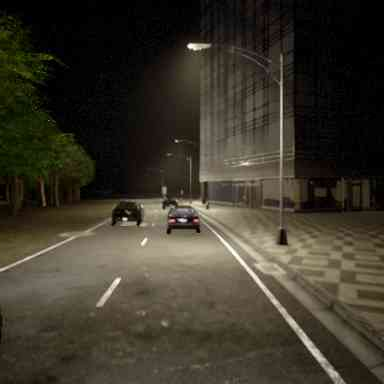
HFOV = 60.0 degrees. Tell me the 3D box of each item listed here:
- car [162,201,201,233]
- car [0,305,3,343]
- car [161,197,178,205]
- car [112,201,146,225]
[{"bbox_3d":[-0.545,1.470,19.193,2.033,1.411,5.357,0,0,-3],"label":"car"},{"bbox_3d":[-3.436,1.481,2.520,2.128,1.511,4.902,0,0,-1],"label":"car"},{"bbox_3d":[-2.803,1.353,41.645,1.837,1.490,4.892,0,1,-8],"label":"car"},{"bbox_3d":[-4.318,1.416,22.923,1.837,1.490,4.892,0,0,-4],"label":"car"}]
